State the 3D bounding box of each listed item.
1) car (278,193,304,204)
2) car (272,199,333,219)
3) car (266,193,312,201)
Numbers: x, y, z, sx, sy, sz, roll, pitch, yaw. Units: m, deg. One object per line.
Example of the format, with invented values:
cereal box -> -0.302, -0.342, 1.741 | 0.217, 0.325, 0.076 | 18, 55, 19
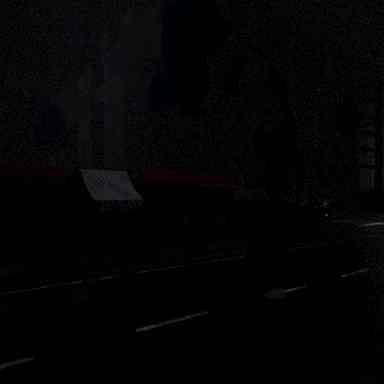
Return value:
car -> 17.141, 1.108, 57.714 | 1.905, 1.878, 3.866 | 0, 0, -36
car -> 9.355, 1.543, 28.070 | 1.895, 1.301, 4.718 | 0, 0, -36
car -> 9.390, 1.293, 33.994 | 2.097, 1.767, 4.553 | 0, 0, -36
